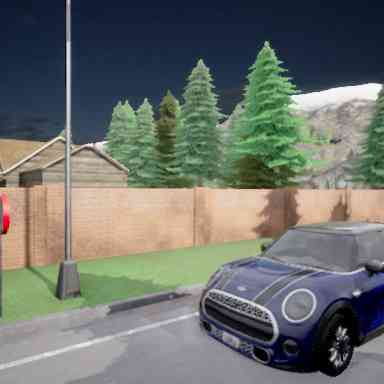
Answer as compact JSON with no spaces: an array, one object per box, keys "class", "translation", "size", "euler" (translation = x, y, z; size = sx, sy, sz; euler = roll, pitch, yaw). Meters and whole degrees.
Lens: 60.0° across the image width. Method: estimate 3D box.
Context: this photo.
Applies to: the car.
[{"class":"car","translation":[2.318,1.348,5.710],"size":[4.553,1.767,2.097],"euler":[0,0,-36]}]
